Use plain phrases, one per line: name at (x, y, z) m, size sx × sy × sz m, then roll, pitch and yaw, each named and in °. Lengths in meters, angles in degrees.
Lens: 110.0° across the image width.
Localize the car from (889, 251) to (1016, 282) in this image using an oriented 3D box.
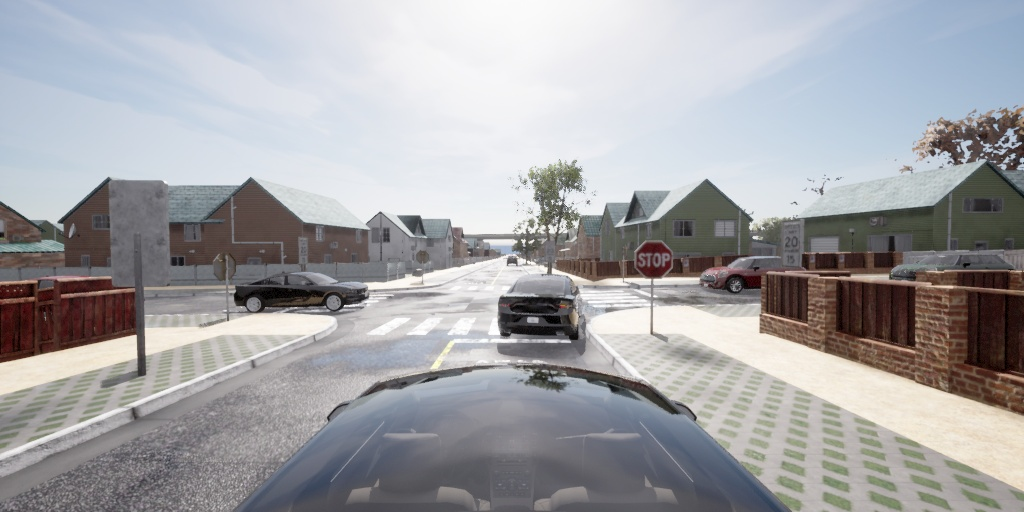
car at (21.711, 0.646, 17.783) m, size 4.553 × 1.767 × 2.097 m, roll -1°, pitch 2°, yaw 0°

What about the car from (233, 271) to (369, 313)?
car at (-8.461, 1.377, 14.646) m, size 5.008 × 1.535 × 1.882 m, roll -1°, pitch 2°, yaw 0°

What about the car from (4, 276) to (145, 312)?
car at (-18.014, 1.547, 14.589) m, size 5.008 × 1.535 × 1.882 m, roll -1°, pitch 2°, yaw 0°

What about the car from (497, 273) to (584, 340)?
car at (0.962, 1.224, 10.114) m, size 1.882 × 1.535 × 5.008 m, roll 0°, pitch 0°, yaw 12°

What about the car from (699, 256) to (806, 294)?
car at (11.816, 0.820, 17.718) m, size 4.553 × 1.767 × 2.097 m, roll -1°, pitch 2°, yaw 0°
